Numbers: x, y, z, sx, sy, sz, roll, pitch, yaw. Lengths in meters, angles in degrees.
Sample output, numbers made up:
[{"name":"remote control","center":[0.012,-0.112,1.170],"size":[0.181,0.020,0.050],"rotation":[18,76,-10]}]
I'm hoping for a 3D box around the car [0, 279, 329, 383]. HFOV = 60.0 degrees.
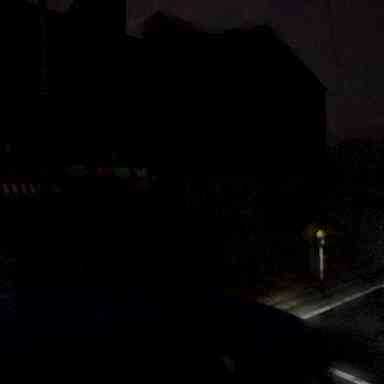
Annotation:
[{"name":"car","center":[-0.834,1.498,2.645],"size":[5.008,1.535,1.882],"rotation":[0,0,-39]}]
